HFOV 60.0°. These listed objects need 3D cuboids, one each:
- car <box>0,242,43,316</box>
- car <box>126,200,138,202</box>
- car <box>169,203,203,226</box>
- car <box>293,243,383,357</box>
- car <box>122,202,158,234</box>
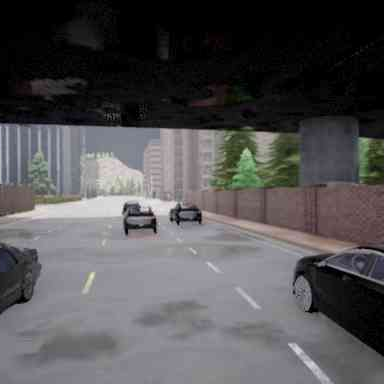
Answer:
[{"bbox_3d":[-4.110,1.599,5.514,2.033,1.411,5.357,0,0,-8],"label":"car"},{"bbox_3d":[-6.686,1.651,37.040,1.882,1.535,5.008,0,0,-12],"label":"car"},{"bbox_3d":[-0.535,1.575,24.671,2.128,1.511,4.902,0,0,-12],"label":"car"},{"bbox_3d":[3.102,1.482,4.819,2.128,1.511,4.902,0,0,-6],"label":"car"},{"bbox_3d":[-3.168,1.582,20.094,2.128,1.511,4.902,0,0,-11],"label":"car"}]
